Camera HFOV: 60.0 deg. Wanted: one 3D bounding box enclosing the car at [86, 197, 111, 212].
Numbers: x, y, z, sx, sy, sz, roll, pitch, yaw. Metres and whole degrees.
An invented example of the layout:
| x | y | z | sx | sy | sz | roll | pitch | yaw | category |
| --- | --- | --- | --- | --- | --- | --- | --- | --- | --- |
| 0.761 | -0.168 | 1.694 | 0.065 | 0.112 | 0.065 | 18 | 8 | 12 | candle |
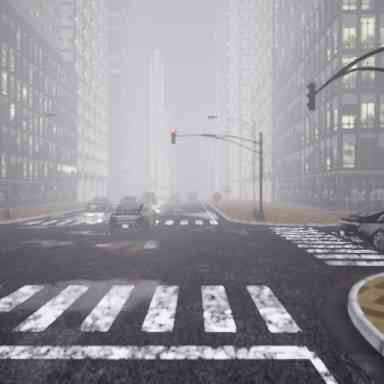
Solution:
| x | y | z | sx | sy | sz | roll | pitch | yaw | category |
| --- | --- | --- | --- | --- | --- | --- | --- | --- | --- |
| -9.807 | 1.275 | 35.413 | 2.128 | 1.511 | 4.902 | 0 | 0 | 0 | car |

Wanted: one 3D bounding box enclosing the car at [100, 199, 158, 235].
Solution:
| x | y | z | sx | sy | sz | roll | pitch | yaw | category |
| --- | --- | --- | --- | --- | --- | --- | --- | --- | --- |
| -3.134 | 1.371 | 18.077 | 2.128 | 1.511 | 4.902 | 0 | 0 | 0 | car |

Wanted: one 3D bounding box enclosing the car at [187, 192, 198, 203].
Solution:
| x | y | z | sx | sy | sz | roll | pitch | yaw | category |
| --- | --- | --- | --- | --- | --- | --- | --- | --- | --- |
| 0.068 | 1.178 | 61.108 | 1.837 | 1.490 | 4.892 | 0 | 0 | 0 | car |

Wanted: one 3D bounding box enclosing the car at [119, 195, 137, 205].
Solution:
| x | y | z | sx | sy | sz | roll | pitch | yaw | category |
| --- | --- | --- | --- | --- | --- | --- | --- | --- | --- |
| -9.773 | 1.238 | 50.960 | 1.812 | 1.442 | 4.674 | 0 | 0 | 0 | car |

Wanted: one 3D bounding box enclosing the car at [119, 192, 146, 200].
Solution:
| x | y | z | sx | sy | sz | roll | pitch | yaw | category |
| --- | --- | --- | --- | --- | --- | --- | --- | --- | --- |
| -6.557 | 1.137 | 35.245 | 2.097 | 1.767 | 4.553 | 0 | 0 | 0 | car |

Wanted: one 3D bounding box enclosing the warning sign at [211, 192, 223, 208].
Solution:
| x | y | z | sx | sy | sz | roll | pitch | yaw | category |
| --- | --- | --- | --- | --- | --- | --- | --- | --- | --- |
| 2.895 | 0.884 | 38.503 | 1.300 | 1.860 | 1.060 | 0 | 0 | 0 | warning sign |

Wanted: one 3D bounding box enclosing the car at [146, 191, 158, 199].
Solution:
| x | y | z | sx | sy | sz | roll | pitch | yaw | category |
| --- | --- | --- | --- | --- | --- | --- | --- | --- | --- |
| -6.524 | 0.936 | 50.984 | 2.150 | 2.045 | 5.566 | 0 | 0 | 0 | car |

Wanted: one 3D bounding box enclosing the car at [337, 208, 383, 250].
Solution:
| x | y | z | sx | sy | sz | roll | pitch | yaw | category |
| --- | --- | --- | --- | --- | --- | --- | --- | --- | --- |
| 8.412 | 1.413 | 13.374 | 4.902 | 1.511 | 2.128 | 0 | 0 | -3 | car |

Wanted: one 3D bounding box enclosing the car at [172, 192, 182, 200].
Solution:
| x | y | z | sx | sy | sz | roll | pitch | yaw | category |
| --- | --- | --- | --- | --- | --- | --- | --- | --- | --- |
| -3.171 | 0.828 | 71.081 | 2.097 | 1.767 | 4.553 | 0 | 0 | 0 | car |

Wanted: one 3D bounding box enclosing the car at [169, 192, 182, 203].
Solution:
| x | y | z | sx | sy | sz | roll | pitch | yaw | category |
| --- | --- | --- | --- | --- | --- | --- | --- | --- | --- |
| -3.182 | 1.238 | 61.077 | 1.994 | 1.385 | 4.181 | 0 | 0 | 0 | car |
